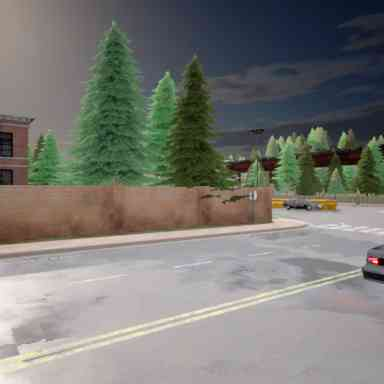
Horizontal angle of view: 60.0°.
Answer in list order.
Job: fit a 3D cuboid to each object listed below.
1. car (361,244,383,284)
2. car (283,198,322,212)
[{"bbox_3d":[6.347,1.547,8.253,5.357,1.411,2.033,0,0,-35],"label":"car"},{"bbox_3d":[13.198,1.491,39.832,2.128,1.511,4.902,0,0,-35],"label":"car"}]
